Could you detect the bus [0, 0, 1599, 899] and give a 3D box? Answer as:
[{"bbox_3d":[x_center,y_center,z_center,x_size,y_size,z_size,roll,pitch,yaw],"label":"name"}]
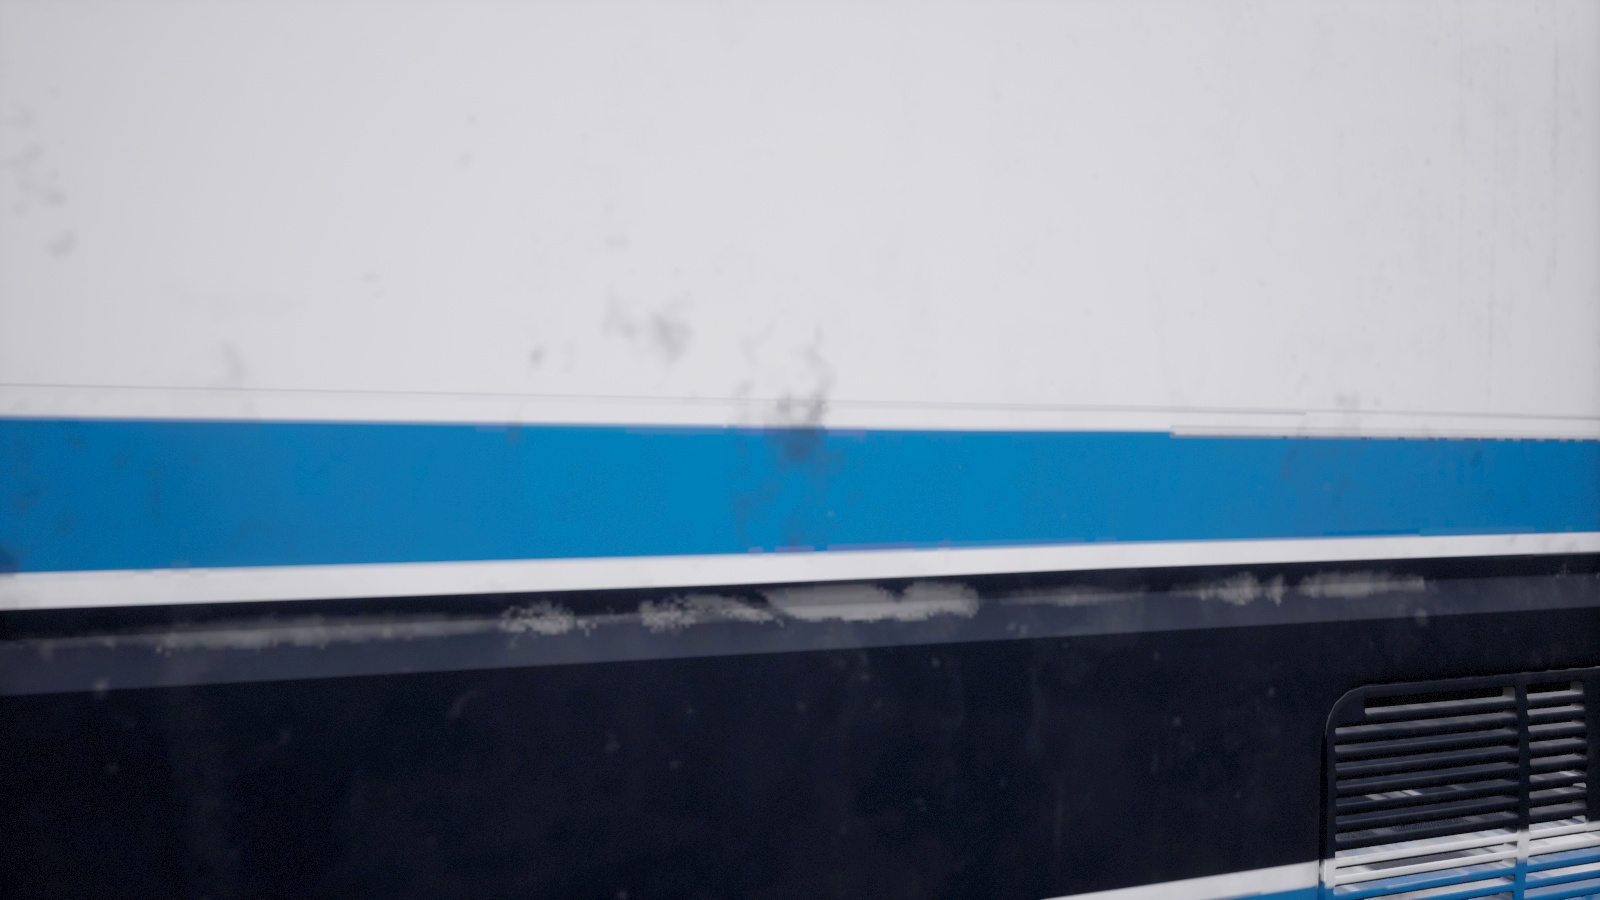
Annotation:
[{"bbox_3d":[0.063,-0.632,3.246,10.273,4.253,3.944,-1,1,-21],"label":"bus"}]
